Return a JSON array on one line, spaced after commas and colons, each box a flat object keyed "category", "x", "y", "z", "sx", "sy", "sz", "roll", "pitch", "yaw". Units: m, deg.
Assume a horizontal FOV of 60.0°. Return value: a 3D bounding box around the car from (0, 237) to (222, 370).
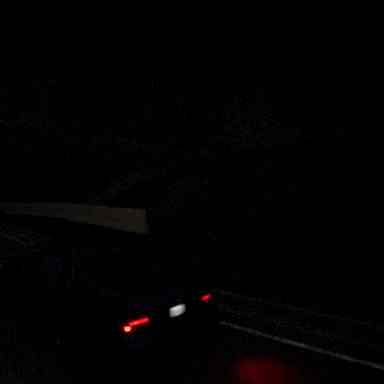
[{"category": "car", "x": -2.037, "y": 1.535, "z": 5.878, "sx": 5.357, "sy": 1.411, "sz": 2.033, "roll": 0, "pitch": 0, "yaw": 42}]
